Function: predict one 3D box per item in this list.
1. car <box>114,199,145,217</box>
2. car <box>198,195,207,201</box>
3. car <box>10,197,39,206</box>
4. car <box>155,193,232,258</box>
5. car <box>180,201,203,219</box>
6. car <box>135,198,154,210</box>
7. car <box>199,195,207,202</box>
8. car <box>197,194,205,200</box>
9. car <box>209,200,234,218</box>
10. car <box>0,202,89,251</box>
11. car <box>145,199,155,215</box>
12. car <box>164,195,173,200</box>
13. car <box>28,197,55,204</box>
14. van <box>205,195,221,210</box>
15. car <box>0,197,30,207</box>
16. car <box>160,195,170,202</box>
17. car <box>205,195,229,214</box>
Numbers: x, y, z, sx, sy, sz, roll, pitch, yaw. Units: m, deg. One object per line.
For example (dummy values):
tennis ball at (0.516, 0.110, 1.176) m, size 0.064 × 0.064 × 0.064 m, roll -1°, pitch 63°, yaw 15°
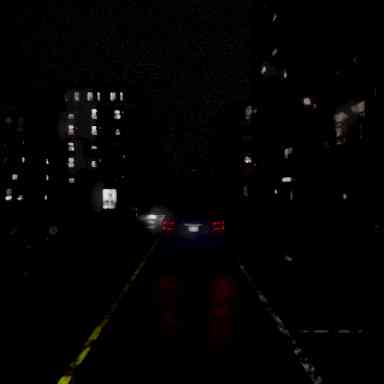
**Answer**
car at (-5.805, 1.375, 30.303) m, size 1.967 × 1.590 × 4.097 m, roll 0°, pitch 0°, yaw 0°
car at (2.400, 1.423, 79.306) m, size 1.947 × 1.339 × 4.313 m, roll 0°, pitch 0°, yaw 0°
car at (-30.489, 1.707, 60.605) m, size 4.097 × 1.590 × 1.967 m, roll -1°, pitch 1°, yaw -1°
car at (0.032, 1.194, 12.778) m, size 2.150 × 2.045 × 5.566 m, roll 0°, pitch 0°, yaw 0°
car at (-0.022, 1.537, 29.447) m, size 1.895 × 1.301 × 4.718 m, roll 0°, pitch 0°, yaw 0°
car at (-5.844, 1.497, 41.359) m, size 1.802 × 1.307 × 4.206 m, roll 0°, pitch 0°, yaw 0°
car at (2.420, 1.446, 73.783) m, size 1.802 × 1.307 × 4.206 m, roll 0°, pitch 0°, yaw 0°
car at (2.359, 1.389, 90.353) m, size 1.887 × 1.381 × 4.507 m, roll 0°, pitch 0°, yaw 0°
car at (2.577, 1.479, 30.333) m, size 1.887 × 1.381 × 4.507 m, roll 0°, pitch 0°, yaw 0°
car at (-5.745, 1.408, 13.721) m, size 1.967 × 1.590 × 4.097 m, roll 0°, pitch 0°, yaw 0°
car at (-3.205, 1.493, 33.327) m, size 1.994 × 1.385 × 4.181 m, roll 0°, pitch 0°, yaw 0°
car at (-6.001, 1.416, 84.812) m, size 1.947 × 1.339 × 4.313 m, roll 0°, pitch 0°, yaw 0°
car at (-22.589, 1.785, 52.053) m, size 4.403 × 1.369 × 2.008 m, roll -1°, pitch 1°, yaw -1°
van at (2.535, 1.256, 41.388) m, size 1.690 × 1.788 × 3.998 m, roll 0°, pitch 0°, yaw 0°
car at (-28.158, 1.866, 51.993) m, size 4.403 × 1.369 × 2.008 m, roll -1°, pitch 1°, yaw -1°
car at (-5.961, 1.430, 73.764) m, size 1.947 × 1.339 × 4.313 m, roll 0°, pitch 0°, yaw 0°
car at (2.555, 1.240, 35.860) m, size 2.192 × 1.841 × 5.009 m, roll 0°, pitch 0°, yaw 0°
